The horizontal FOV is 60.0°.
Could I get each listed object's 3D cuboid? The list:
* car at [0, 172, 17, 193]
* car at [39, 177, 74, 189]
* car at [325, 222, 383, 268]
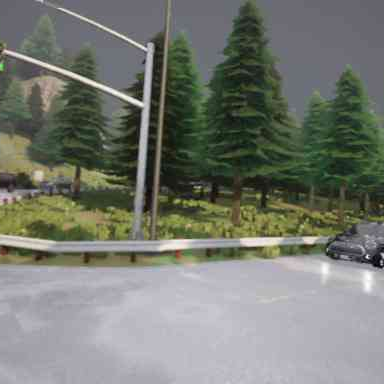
[{"bbox_3d":[-19.513,-0.916,32.539,2.150,2.045,5.566,4,3,5],"label":"car"},{"bbox_3d":[-17.175,-1.102,42.375,2.097,1.767,4.553,3,3,22],"label":"car"},{"bbox_3d":[7.707,2.088,14.232,4.553,1.767,2.097,5,-2,-37],"label":"car"}]
